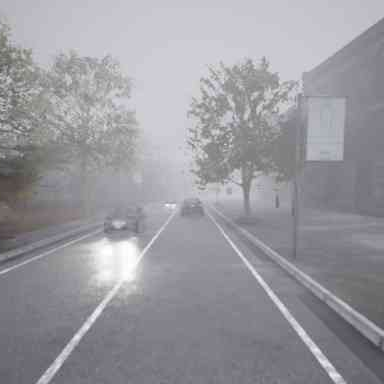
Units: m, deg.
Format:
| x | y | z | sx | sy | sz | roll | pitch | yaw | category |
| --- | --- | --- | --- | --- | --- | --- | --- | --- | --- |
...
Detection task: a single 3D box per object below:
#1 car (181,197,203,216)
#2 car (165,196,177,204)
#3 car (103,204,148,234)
| x | y | z | sx | sy | sz | roll | pitch | yaw | category |
| --- | --- | --- | --- | --- | --- | --- | --- | --- | --- |
| 0.014 | 1.290 | 32.441 | 2.097 | 1.767 | 4.553 | 0 | 0 | 0 | car |
| -3.700 | 1.382 | 59.242 | 2.128 | 1.511 | 4.902 | 0 | 0 | 0 | car |
| -3.646 | 1.458 | 18.925 | 2.128 | 1.511 | 4.902 | 0 | 0 | 0 | car |
